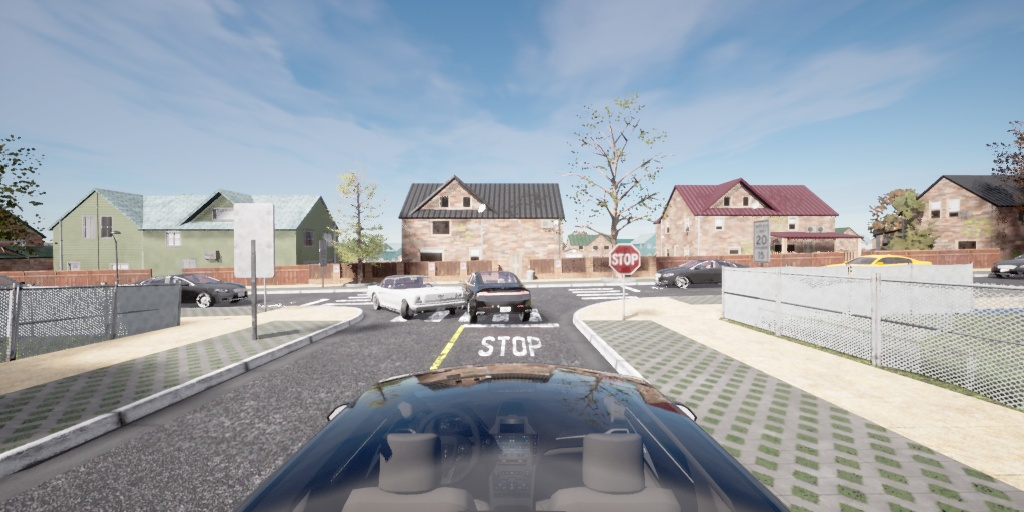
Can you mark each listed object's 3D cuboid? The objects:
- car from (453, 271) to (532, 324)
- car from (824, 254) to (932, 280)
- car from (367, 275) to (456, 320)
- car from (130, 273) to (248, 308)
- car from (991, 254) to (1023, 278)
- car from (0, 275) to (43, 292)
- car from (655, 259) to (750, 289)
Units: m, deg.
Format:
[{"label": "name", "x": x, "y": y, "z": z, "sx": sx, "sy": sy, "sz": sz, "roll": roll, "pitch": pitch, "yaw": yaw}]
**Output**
[{"label": "car", "x": -0.684, "y": 1.242, "z": 12.117, "sx": 2.128, "sy": 1.511, "sz": 4.902, "roll": 0, "pitch": 0, "yaw": -12}, {"label": "car", "x": 19.763, "y": 0.690, "z": 19.560, "sx": 5.008, "sy": 1.535, "sz": 1.882, "roll": -1, "pitch": 1, "yaw": -1}, {"label": "car", "x": -3.600, "y": 1.367, "z": 12.977, "sx": 1.895, "sy": 1.301, "sz": 4.718, "roll": 0, "pitch": 0, "yaw": -38}, {"label": "car", "x": -14.900, "y": 1.566, "z": 16.474, "sx": 4.902, "sy": 1.511, "sz": 2.128, "roll": -1, "pitch": 1, "yaw": 0}, {"label": "car", "x": 29.388, "y": 0.477, "z": 19.595, "sx": 4.902, "sy": 1.511, "sz": 2.128, "roll": -1, "pitch": 1, "yaw": 0}, {"label": "car", "x": -24.238, "y": 1.648, "z": 16.434, "sx": 4.553, "sy": 1.767, "sz": 2.097, "roll": -1, "pitch": 1, "yaw": 0}, {"label": "car", "x": 10.333, "y": 0.925, "z": 19.524, "sx": 4.902, "sy": 1.511, "sz": 2.128, "roll": -1, "pitch": 1, "yaw": 0}]
